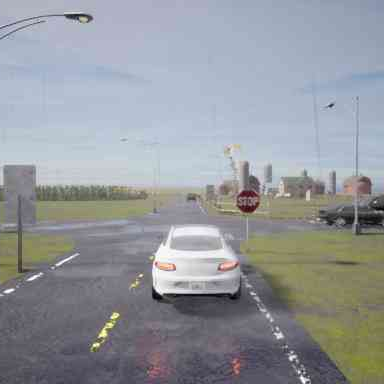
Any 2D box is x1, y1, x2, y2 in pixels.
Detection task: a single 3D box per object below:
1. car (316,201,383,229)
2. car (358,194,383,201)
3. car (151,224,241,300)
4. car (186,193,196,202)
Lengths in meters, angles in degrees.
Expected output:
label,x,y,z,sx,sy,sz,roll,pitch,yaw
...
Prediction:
label,x,y,z,sx,sy,sz,roll,pitch,yaw
car,10.532,1.506,21.397,4.892,1.490,1.837,0,1,-2
car,13.615,1.192,24.419,5.566,2.045,2.150,0,1,-2
car,0.084,1.524,8.277,1.812,1.442,4.674,0,0,0
car,-0.158,1.229,78.676,2.150,2.045,5.566,0,0,0
